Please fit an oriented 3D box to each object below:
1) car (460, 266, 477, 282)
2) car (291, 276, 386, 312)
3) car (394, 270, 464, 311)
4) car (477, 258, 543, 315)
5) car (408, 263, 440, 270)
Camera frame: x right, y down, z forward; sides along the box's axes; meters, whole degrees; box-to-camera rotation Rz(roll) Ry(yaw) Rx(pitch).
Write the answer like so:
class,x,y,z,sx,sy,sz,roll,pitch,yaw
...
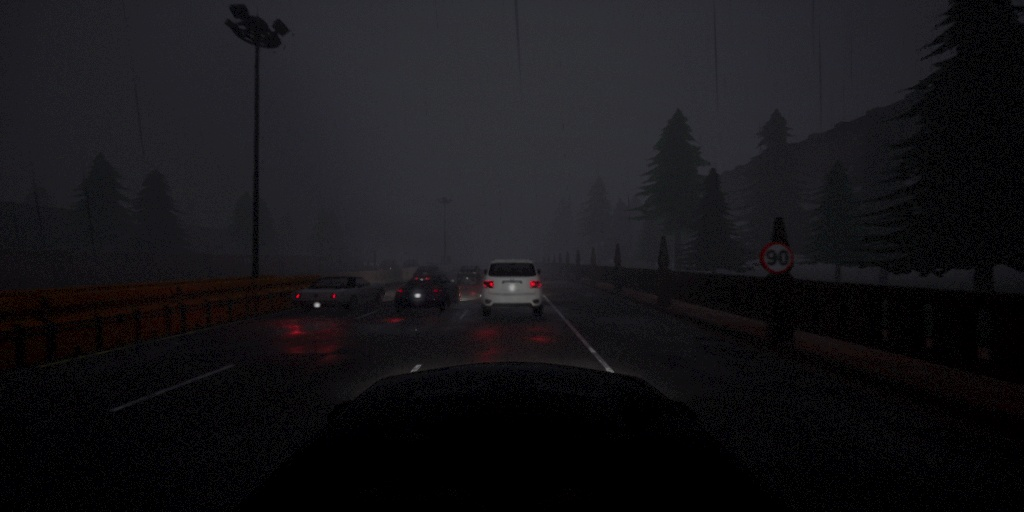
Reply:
class,x,y,z,sx,sy,sz,roll,pitch,yaw
car,-3.465,1.553,30.335,2.128,1.511,4.902,0,0,0
car,-6.978,1.496,15.085,1.895,1.301,4.718,0,-1,0
car,-3.476,1.462,15.304,1.994,1.385,4.181,0,-1,1
car,0.016,1.113,14.417,2.150,2.045,5.566,0,0,0
car,-6.965,1.568,30.342,1.837,1.490,4.892,0,0,0
